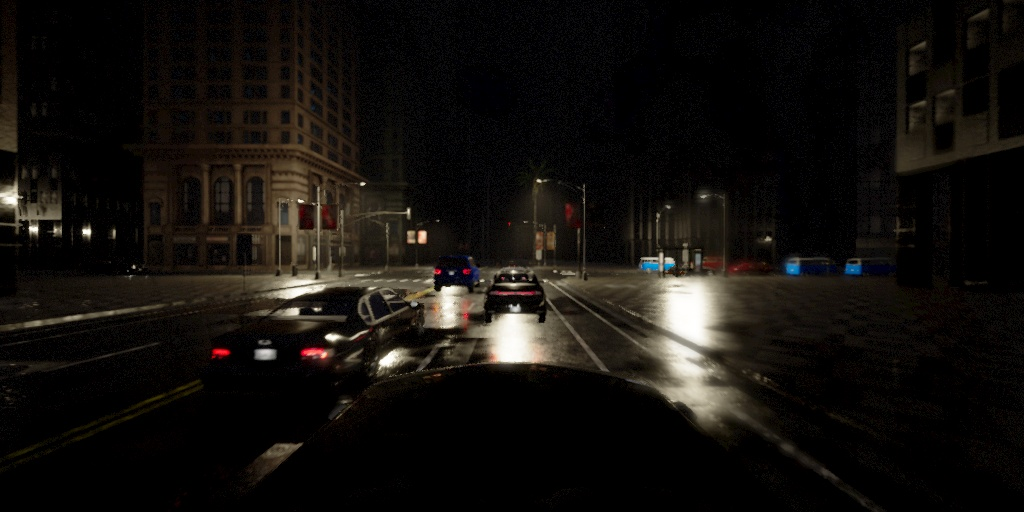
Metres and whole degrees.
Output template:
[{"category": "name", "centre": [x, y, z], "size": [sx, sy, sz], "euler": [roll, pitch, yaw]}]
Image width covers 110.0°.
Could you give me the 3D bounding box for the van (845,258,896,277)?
[{"category": "van", "centre": [34.109, 1.115, 33.990], "size": [3.998, 1.789, 1.690], "euler": [0, 0, 0]}]

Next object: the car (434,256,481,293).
[{"category": "car", "centre": [-3.147, 0.994, 21.315], "size": [2.150, 2.045, 5.566], "euler": [0, 0, 0]}]

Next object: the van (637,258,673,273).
[{"category": "van", "centre": [17.074, 1.110, 42.513], "size": [3.998, 1.789, 1.690], "euler": [0, 0, 0]}]

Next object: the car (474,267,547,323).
[{"category": "car", "centre": [0.101, 1.250, 12.127], "size": [2.128, 1.511, 4.902], "euler": [0, 0, 0]}]

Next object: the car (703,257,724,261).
[{"category": "car", "centre": [22.751, 1.080, 42.513], "size": [5.009, 1.841, 2.192], "euler": [0, 0, 0]}]

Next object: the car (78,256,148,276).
[{"category": "car", "centre": [-40.908, 1.058, 36.801], "size": [5.566, 2.045, 2.150], "euler": [0, 0, 0]}]

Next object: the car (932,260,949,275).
[{"category": "car", "centre": [48.587, 1.202, 39.754], "size": [4.902, 1.511, 2.128], "euler": [0, 0, 0]}]

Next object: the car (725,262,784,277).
[{"category": "car", "centre": [22.755, 1.362, 33.988], "size": [4.207, 1.307, 1.802], "euler": [0, 0, 0]}]

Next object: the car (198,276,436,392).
[{"category": "car", "centre": [-3.147, 1.304, 7.087], "size": [2.033, 1.411, 5.357], "euler": [0, 0, 0]}]

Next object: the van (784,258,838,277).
[{"category": "van", "centre": [28.432, 1.117, 33.989], "size": [3.998, 1.789, 1.690], "euler": [0, 0, 0]}]

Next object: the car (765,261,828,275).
[{"category": "car", "centre": [31.517, 1.312, 39.847], "size": [5.357, 1.411, 2.033], "euler": [0, 0, 0]}]

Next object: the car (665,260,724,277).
[{"category": "car", "centre": [17.077, 1.335, 33.988], "size": [4.403, 1.370, 2.007], "euler": [0, 0, 0]}]
